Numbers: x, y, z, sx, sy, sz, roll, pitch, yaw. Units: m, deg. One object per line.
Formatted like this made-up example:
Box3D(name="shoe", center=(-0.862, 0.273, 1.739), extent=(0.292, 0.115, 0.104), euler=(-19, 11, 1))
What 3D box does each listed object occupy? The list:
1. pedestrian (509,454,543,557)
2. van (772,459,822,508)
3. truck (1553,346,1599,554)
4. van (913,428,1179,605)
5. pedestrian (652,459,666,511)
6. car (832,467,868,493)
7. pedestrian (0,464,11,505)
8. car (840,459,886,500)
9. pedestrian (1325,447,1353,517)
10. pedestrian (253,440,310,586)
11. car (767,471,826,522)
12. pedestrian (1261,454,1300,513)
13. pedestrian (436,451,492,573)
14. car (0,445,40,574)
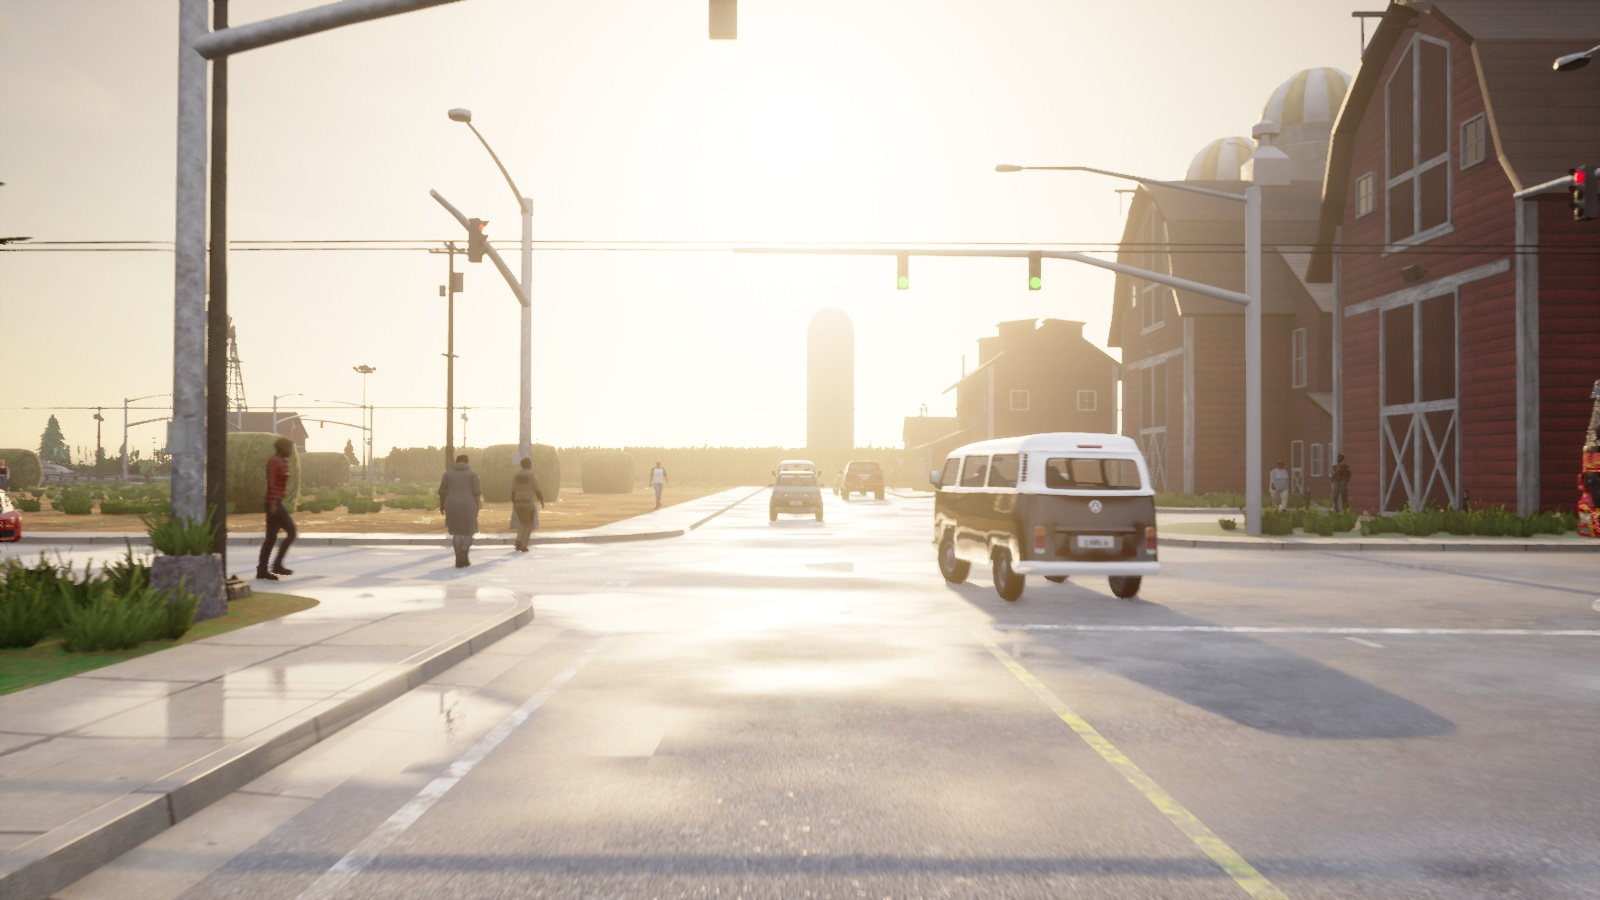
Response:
Box3D(name="pedestrian", center=(-5.220, 1.054, 23.915), extent=(0.396, 1.930, 0.692), euler=(0, -1, 10))
Box3D(name="van", center=(-0.135, 1.453, 54.610), extent=(2.069, 2.038, 4.480), euler=(0, -1, 0))
Box3D(name="truck", center=(18.924, -0.014, 22.971), extent=(8.468, 3.827, 2.891), euler=(0, -1, 1))
Box3D(name="van", center=(3.079, 0.819, 16.814), extent=(2.069, 2.038, 4.480), euler=(1, -1, -9))
Box3D(name="pedestrian", center=(-5.075, 1.250, 45.068), extent=(0.354, 1.836, 0.706), euler=(0, -1, -18))
Box3D(name="car", center=(3.296, 1.976, 83.371), extent=(2.152, 1.651, 5.027), euler=(0, -1, 0))
Box3D(name="pedestrian", center=(-35.817, 1.557, 56.556), extent=(0.594, 1.836, 0.345), euler=(-1, -1, 44))
Box3D(name="car", center=(3.328, 1.597, 67.195), extent=(2.150, 2.045, 5.566), euler=(-1, -2, 0))
Box3D(name="pedestrian", center=(14.877, 0.876, 34.641), extent=(0.666, 1.930, 0.402), euler=(0, -1, -36))
Box3D(name="pedestrian", center=(-6.650, 0.793, 16.127), extent=(0.636, 1.846, 0.331), euler=(0, -1, -15))
Box3D(name="car", center=(-0.099, 1.463, 40.197), extent=(1.789, 1.549, 3.705), euler=(0, -1, 0))
Box3D(name="pedestrian", center=(15.202, 1.062, 39.764), extent=(0.874, 1.855, 0.900), euler=(0, -1, 0))
Box3D(name="pedestrian", center=(-5.509, 1.003, 20.599), extent=(0.659, 1.952, 0.873), euler=(0, -1, 2))
Box3D(name="car", center=(-15.531, 0.957, 19.993), extent=(5.566, 2.045, 2.150), euler=(0, -1, 1))
